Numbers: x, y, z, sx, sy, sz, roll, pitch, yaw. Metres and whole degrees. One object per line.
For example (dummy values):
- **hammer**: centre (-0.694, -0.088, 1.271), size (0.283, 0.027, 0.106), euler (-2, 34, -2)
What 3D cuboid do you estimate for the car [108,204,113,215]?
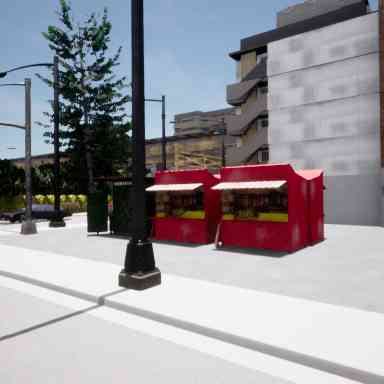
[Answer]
- **car**: centre (-6.893, 1.490, 34.590), size (2.097, 1.767, 4.553), euler (-1, -1, 36)

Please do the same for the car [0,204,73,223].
- **car**: centre (-12.427, 1.686, 26.946), size (2.033, 1.411, 5.357), euler (-1, -1, 36)
